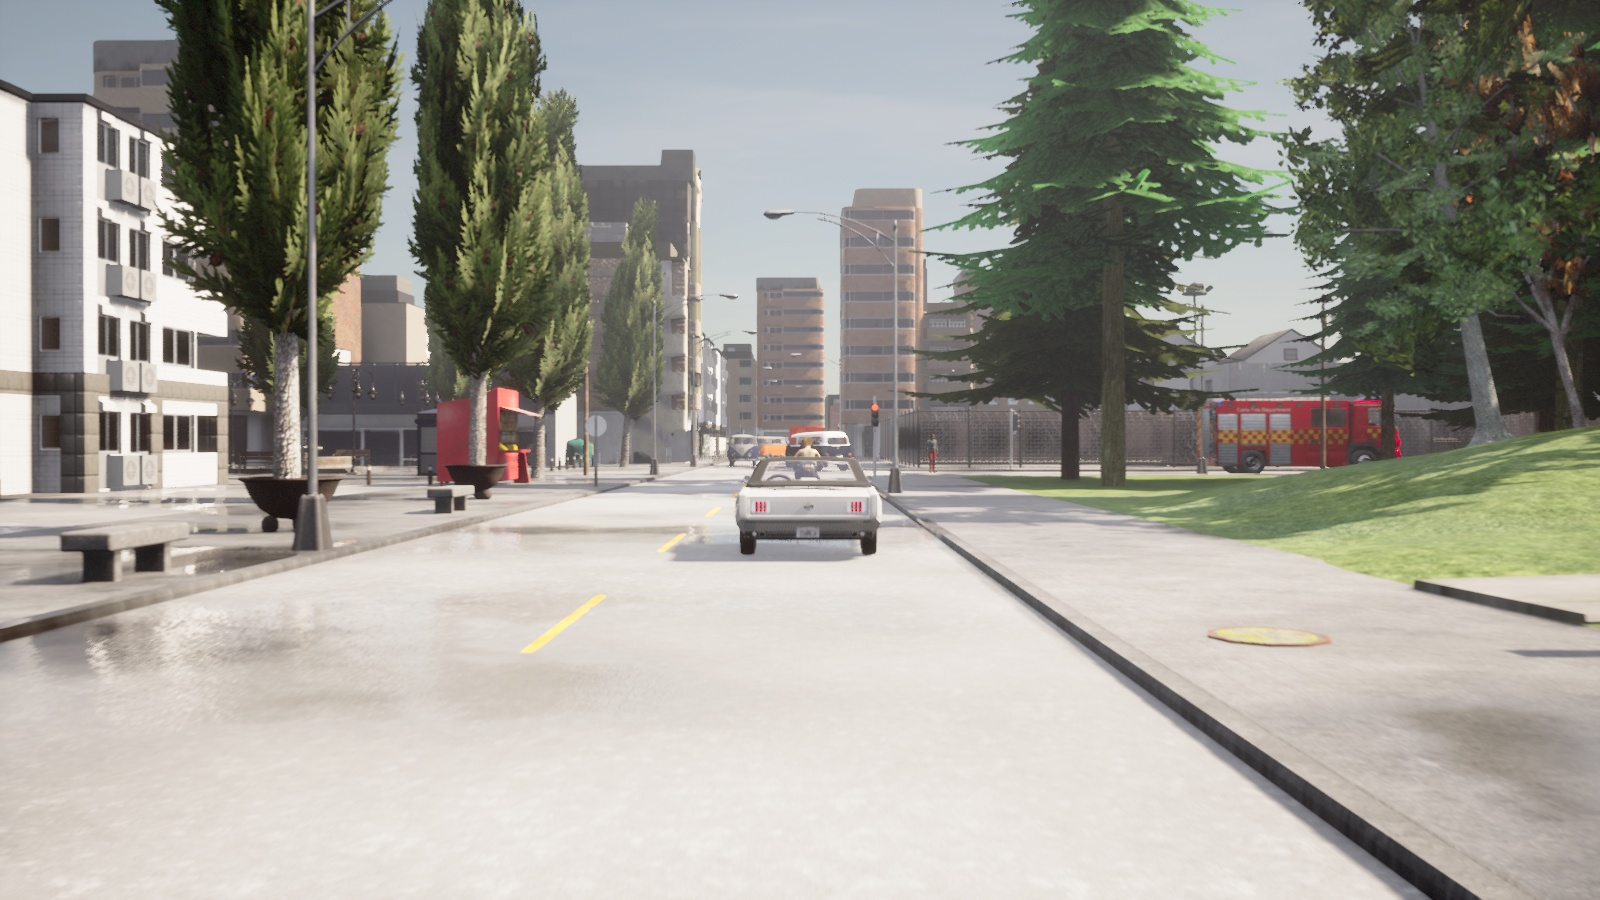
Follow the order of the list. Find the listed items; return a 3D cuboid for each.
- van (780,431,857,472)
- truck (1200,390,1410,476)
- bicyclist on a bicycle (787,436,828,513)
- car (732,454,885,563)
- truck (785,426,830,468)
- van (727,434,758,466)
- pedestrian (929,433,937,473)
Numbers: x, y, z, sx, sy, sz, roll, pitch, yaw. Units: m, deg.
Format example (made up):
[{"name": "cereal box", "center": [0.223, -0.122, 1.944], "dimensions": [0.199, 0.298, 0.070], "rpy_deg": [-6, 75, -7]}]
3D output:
[{"name": "van", "center": [0.926, 0.066, 65.698], "dimensions": [2.069, 2.038, 4.480], "rpy_deg": [-1, 0, -28]}, {"name": "truck", "center": [23.019, -0.753, 57.569], "dimensions": [8.468, 3.827, 2.891], "rpy_deg": [0, 0, 0]}, {"name": "bicyclist on a bicycle", "center": [0.165, 0.516, 27.174], "dimensions": [0.866, 1.612, 1.509], "rpy_deg": [0, 0, 1]}, {"name": "car", "center": [0.118, 0.737, 17.902], "dimensions": [1.895, 1.301, 4.718], "rpy_deg": [0, 0, 0]}, {"name": "truck", "center": [0.392, -0.204, 76.356], "dimensions": [2.627, 2.467, 5.204], "rpy_deg": [0, 1, -1]}, {"name": "van", "center": [-3.610, 0.008, 79.677], "dimensions": [1.775, 1.987, 4.442], "rpy_deg": [0, 0, 0]}, {"name": "pedestrian", "center": [6.239, 0.141, 58.928], "dimensions": [0.353, 1.847, 0.614], "rpy_deg": [0, 0, 1]}]
